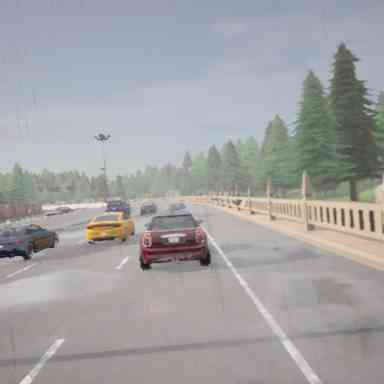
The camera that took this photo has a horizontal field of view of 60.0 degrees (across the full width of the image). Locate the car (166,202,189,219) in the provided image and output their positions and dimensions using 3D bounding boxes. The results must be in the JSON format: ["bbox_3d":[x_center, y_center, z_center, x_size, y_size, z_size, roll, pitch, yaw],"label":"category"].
[{"bbox_3d":[-1.478,1.804,33.816,2.033,1.411,5.357,-4,0,-2],"label":"car"}]

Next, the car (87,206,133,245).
[{"bbox_3d":[-4.365,1.864,18.395,1.882,1.535,5.008,-4,0,-2],"label":"car"}]

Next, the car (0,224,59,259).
[{"bbox_3d":[-7.727,2.170,15.193,1.994,1.385,4.181,-4,0,-2],"label":"car"}]

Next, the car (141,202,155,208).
[{"bbox_3d":[-5.276,2.047,41.394,2.128,1.511,4.902,-4,0,-2],"label":"car"}]

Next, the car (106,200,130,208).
[{"bbox_3d":[-8.717,2.007,39.545,2.150,2.045,5.566,-4,0,-2],"label":"car"}]

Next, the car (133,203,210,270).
[{"bbox_3d":[-0.620,1.448,11.883,2.097,1.767,4.553,-4,0,-2],"label":"car"}]
